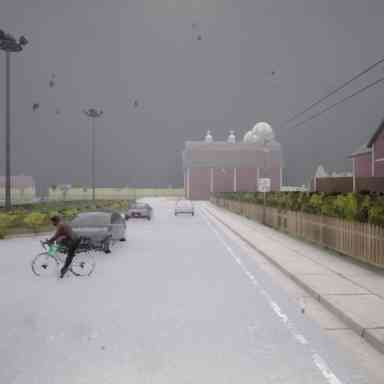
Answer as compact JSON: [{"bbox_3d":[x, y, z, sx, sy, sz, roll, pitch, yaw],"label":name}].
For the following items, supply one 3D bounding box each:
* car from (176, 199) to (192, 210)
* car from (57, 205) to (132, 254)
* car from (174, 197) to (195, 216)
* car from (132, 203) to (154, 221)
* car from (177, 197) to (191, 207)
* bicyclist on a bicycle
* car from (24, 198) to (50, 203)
[{"bbox_3d":[-1.024,1.601,43.017,1.895,1.301,4.718,0,0,-1],"label":"car"},{"bbox_3d":[-3.897,1.503,13.616,1.837,1.490,4.892,0,0,-1],"label":"car"},{"bbox_3d":[-0.722,1.526,32.796,1.812,1.442,4.674,0,0,-1],"label":"car"},{"bbox_3d":[-4.213,1.564,26.837,1.994,1.385,4.181,0,0,-1],"label":"car"},{"bbox_3d":[-1.218,1.492,50.877,2.128,1.511,4.902,0,0,-1],"label":"car"},{"bbox_3d":[-3.386,1.454,8.718,1.656,1.620,0.582,-2,0,-1],"label":"bicyclist on a bicycle"},{"bbox_3d":[-21.394,1.568,46.694,2.033,1.411,5.357,0,0,19],"label":"car"}]
